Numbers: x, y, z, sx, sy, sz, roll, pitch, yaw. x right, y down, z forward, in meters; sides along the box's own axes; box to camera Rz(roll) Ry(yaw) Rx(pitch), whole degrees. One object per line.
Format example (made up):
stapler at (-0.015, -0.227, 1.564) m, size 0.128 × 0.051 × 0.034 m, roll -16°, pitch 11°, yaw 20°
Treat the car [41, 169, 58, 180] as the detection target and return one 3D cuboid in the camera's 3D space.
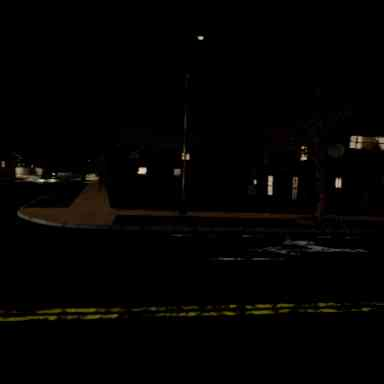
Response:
car at (-23.351, -2.995, 54.697) m, size 2.097 × 1.767 × 4.553 m, roll 1°, pitch 4°, yaw -15°
